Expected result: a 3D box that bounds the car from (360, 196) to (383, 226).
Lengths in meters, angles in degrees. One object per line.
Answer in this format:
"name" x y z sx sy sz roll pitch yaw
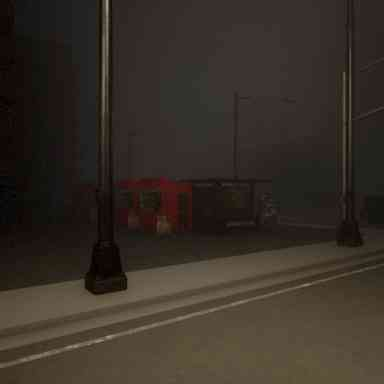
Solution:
"car" 14.288 1.273 22.260 2.150 2.045 5.566 0 0 -36
